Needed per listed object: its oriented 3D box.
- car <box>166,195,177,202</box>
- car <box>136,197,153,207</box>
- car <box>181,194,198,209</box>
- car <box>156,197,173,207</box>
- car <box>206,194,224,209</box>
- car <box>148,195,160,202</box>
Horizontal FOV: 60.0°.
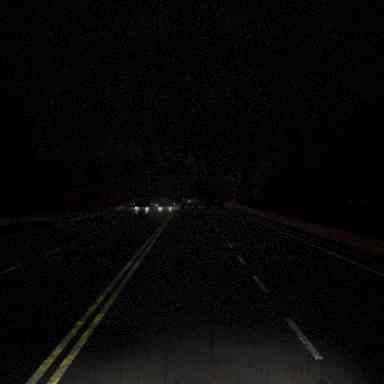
[{"bbox_3d":[-4.184,1.311,68.172,2.033,1.411,5.357,0,0,-1],"label":"car"},{"bbox_3d":[-7.602,1.578,52.251,1.882,1.535,5.008,0,0,0],"label":"car"},{"bbox_3d":[-0.370,1.296,47.065,2.150,2.045,5.566,0,0,-1],"label":"car"},{"bbox_3d":[-4.086,1.570,52.318,1.882,1.535,5.008,0,0,0],"label":"car"},{"bbox_3d":[3.138,1.287,46.420,2.150,2.045,5.566,0,0,-1],"label":"car"},{"bbox_3d":[-7.683,1.332,68.136,1.994,1.385,4.181,0,0,-1],"label":"car"}]
